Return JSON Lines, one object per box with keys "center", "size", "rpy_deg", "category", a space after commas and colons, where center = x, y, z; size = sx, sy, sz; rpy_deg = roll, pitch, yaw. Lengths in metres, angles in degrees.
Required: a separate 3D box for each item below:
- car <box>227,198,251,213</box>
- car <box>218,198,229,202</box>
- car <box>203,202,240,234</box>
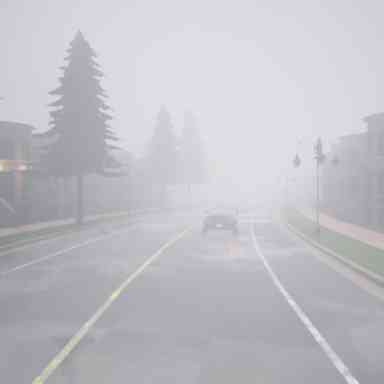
{"center": [5.480, 1.611, 37.066], "size": [1.895, 1.301, 4.718], "rpy_deg": [0, 0, 15], "category": "car"}
{"center": [4.926, 1.554, 49.099], "size": [2.033, 1.411, 5.357], "rpy_deg": [0, 0, 15], "category": "car"}
{"center": [1.708, 1.528, 19.228], "size": [1.812, 1.442, 4.674], "rpy_deg": [0, 0, 8], "category": "car"}
